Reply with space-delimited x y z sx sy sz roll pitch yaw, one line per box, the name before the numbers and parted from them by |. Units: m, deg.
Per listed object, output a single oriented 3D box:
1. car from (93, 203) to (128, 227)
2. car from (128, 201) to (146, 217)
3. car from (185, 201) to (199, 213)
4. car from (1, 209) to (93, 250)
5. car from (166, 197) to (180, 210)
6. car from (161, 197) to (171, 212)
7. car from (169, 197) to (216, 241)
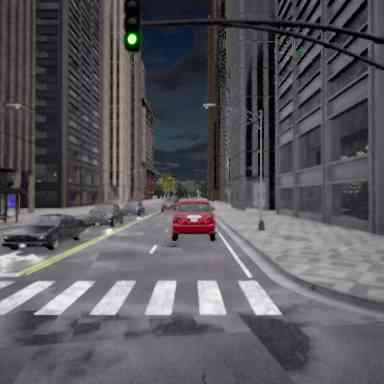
car | -6.587 1.663 25.364 2.097 1.767 4.553 0 -1 0
car | -6.572 1.817 37.628 2.097 1.767 4.553 0 -1 1
car | 0.002 2.093 47.654 1.837 1.490 4.892 0 -1 0
car | -6.594 1.739 15.614 2.033 1.411 5.357 0 -1 0
car | -3.247 1.940 57.852 2.150 2.045 5.566 0 -1 0
car | -3.248 1.939 47.607 2.097 1.767 4.553 0 -1 0
car | 0.100 1.446 18.355 2.150 2.045 5.566 0 -1 0
